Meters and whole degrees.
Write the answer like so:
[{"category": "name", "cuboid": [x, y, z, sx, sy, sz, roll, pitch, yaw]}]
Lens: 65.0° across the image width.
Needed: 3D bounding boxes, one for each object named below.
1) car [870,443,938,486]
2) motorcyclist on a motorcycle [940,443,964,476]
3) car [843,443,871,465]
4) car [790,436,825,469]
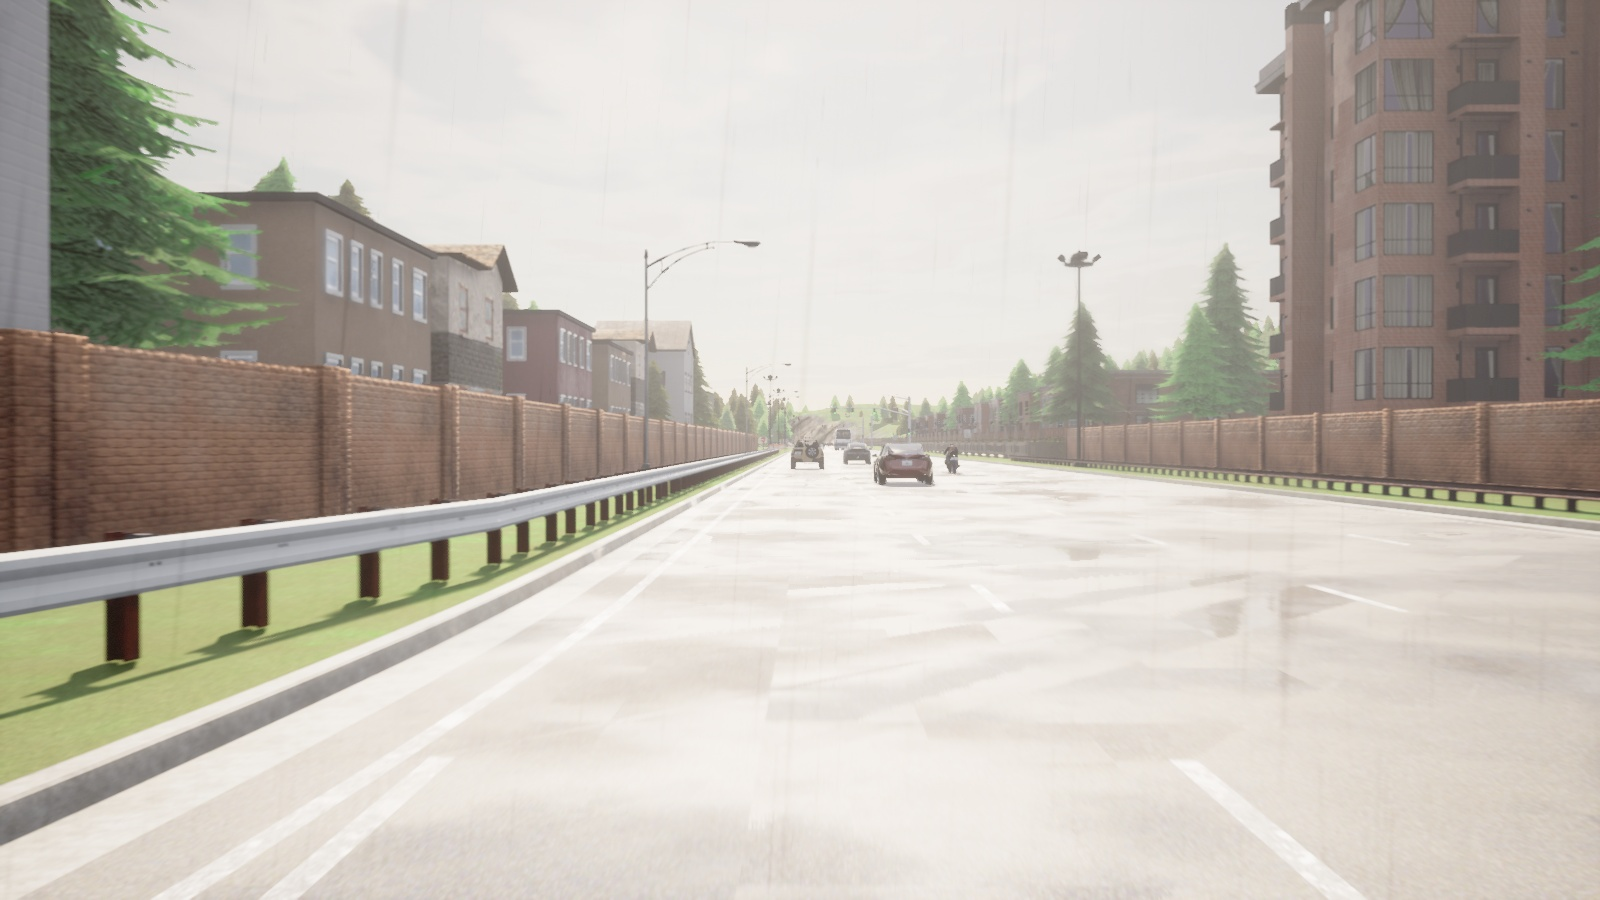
[{"category": "car", "cuboid": [3.779, 0.488, 46.474, 2.163, 1.488, 4.792, 0, 0, 0]}, {"category": "motorcyclist on a motorcycle", "cuboid": [7.361, 0.446, 60.907, 0.866, 1.530, 2.191, 0, 0, 0]}, {"category": "car", "cuboid": [4.022, 0.254, 89.186, 1.837, 1.490, 4.892, 0, 0, 0]}, {"category": "car", "cuboid": [0.432, 0.152, 73.250, 1.932, 1.855, 4.605, 0, 0, 0]}]
